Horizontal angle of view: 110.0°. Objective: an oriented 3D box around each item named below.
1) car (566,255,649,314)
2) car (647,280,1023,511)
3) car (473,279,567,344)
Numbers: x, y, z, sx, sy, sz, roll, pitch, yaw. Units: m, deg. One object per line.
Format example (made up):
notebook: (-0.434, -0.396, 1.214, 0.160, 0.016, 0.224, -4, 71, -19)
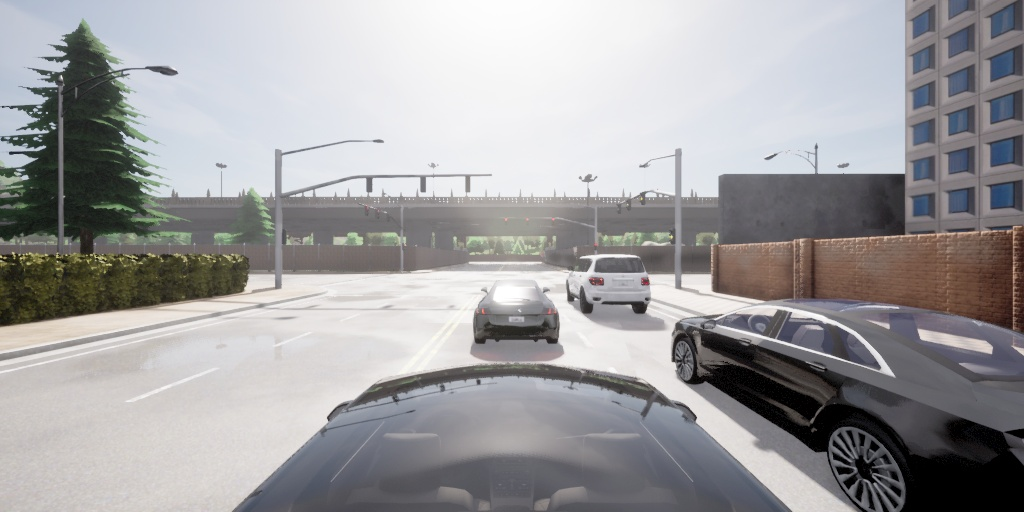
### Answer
car: (3.493, 0.971, 13.955, 2.150, 2.045, 5.566, 0, 0, 0)
car: (3.596, 1.242, 4.150, 2.128, 1.511, 4.902, 0, 0, 0)
car: (0.096, 1.314, 9.611, 1.994, 1.385, 4.181, 0, 0, 0)
